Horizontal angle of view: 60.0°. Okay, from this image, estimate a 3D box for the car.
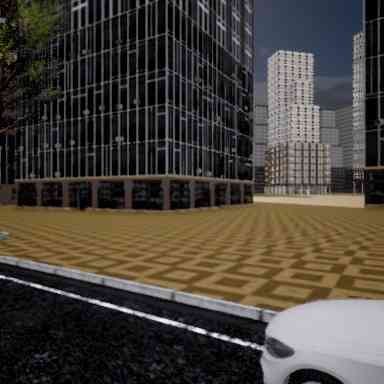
[{"bbox_3d":[2.886,1.527,2.709,4.674,1.442,1.812,0,0,35],"label":"car"}]
